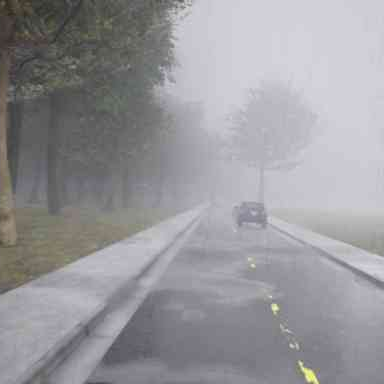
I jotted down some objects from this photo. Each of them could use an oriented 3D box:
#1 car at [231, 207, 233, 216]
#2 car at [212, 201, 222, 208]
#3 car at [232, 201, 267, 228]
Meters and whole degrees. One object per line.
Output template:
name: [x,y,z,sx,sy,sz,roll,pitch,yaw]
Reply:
car: [5.720,2.221,39.925,2.128,1.511,4.902,3,-1,5]
car: [5.475,2.656,73.252,2.033,1.411,5.357,3,-1,5]
car: [4.776,1.759,27.232,2.150,2.045,5.566,3,-1,4]
